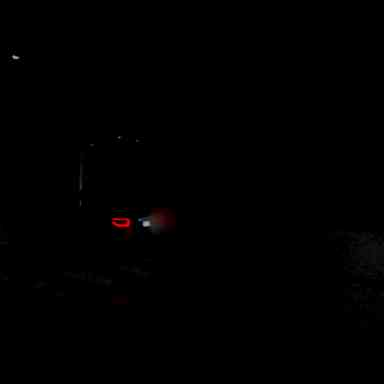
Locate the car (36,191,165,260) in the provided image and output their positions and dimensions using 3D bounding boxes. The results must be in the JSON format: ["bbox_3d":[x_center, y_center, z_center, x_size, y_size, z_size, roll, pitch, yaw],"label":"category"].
[{"bbox_3d":[-3.381,0.983,11.758,5.566,2.045,2.150,2,0,41],"label":"car"}]
